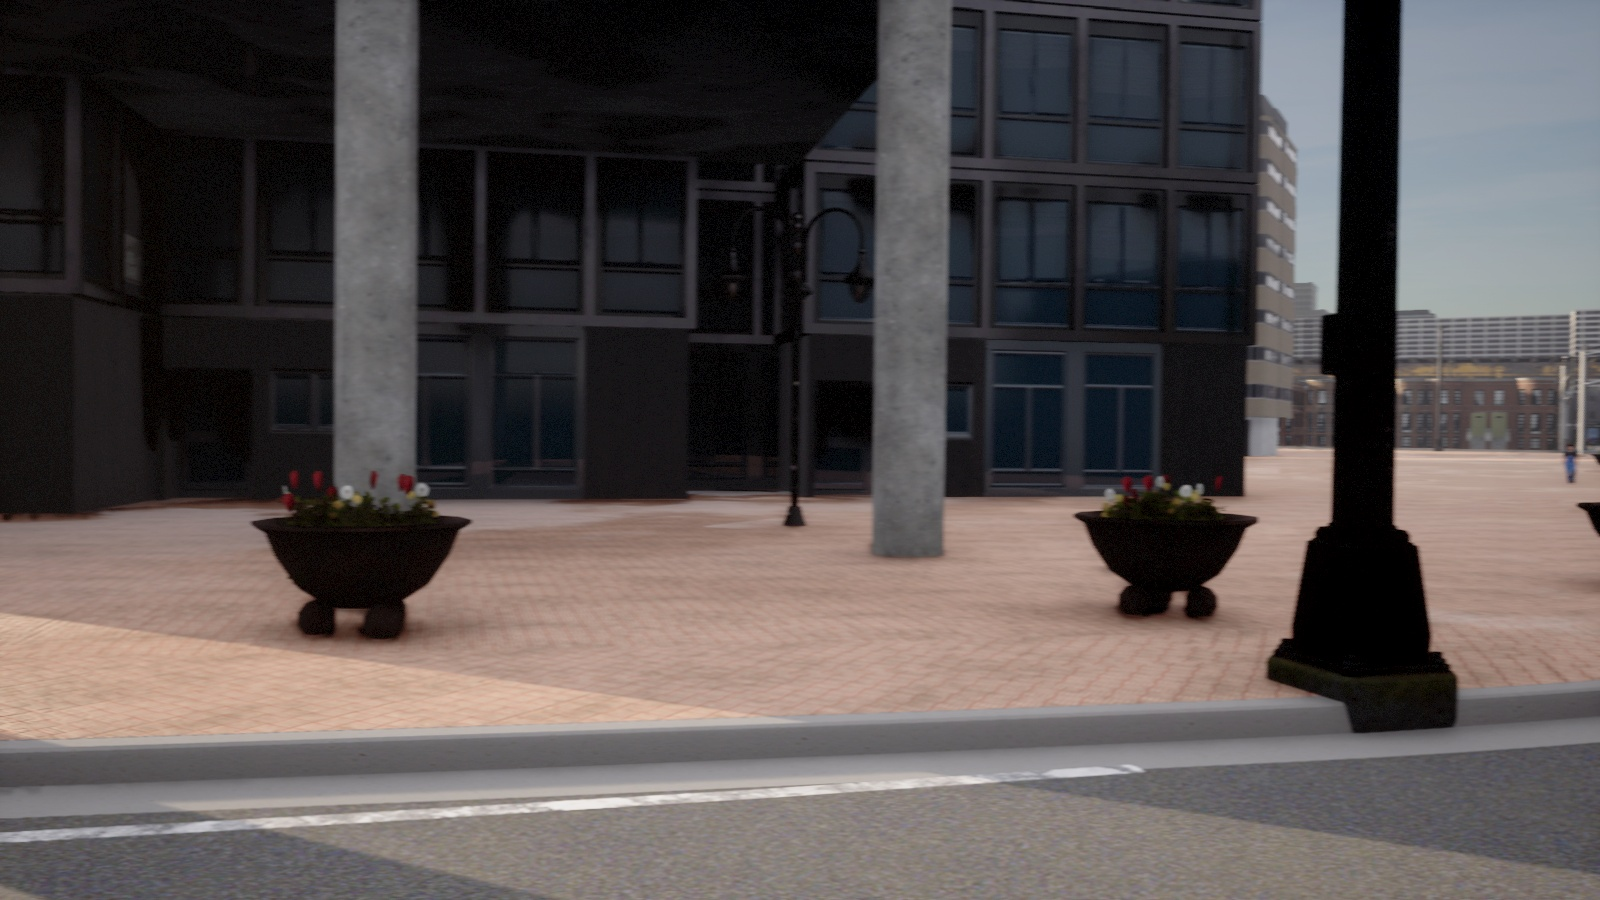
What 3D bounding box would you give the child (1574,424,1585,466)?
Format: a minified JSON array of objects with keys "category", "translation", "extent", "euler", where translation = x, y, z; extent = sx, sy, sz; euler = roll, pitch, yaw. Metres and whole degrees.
[{"category":"child","translation":[23.259,-0.156,37.476],"extent":[0.270,1.263,0.437],"euler":[0,1,32]}]
